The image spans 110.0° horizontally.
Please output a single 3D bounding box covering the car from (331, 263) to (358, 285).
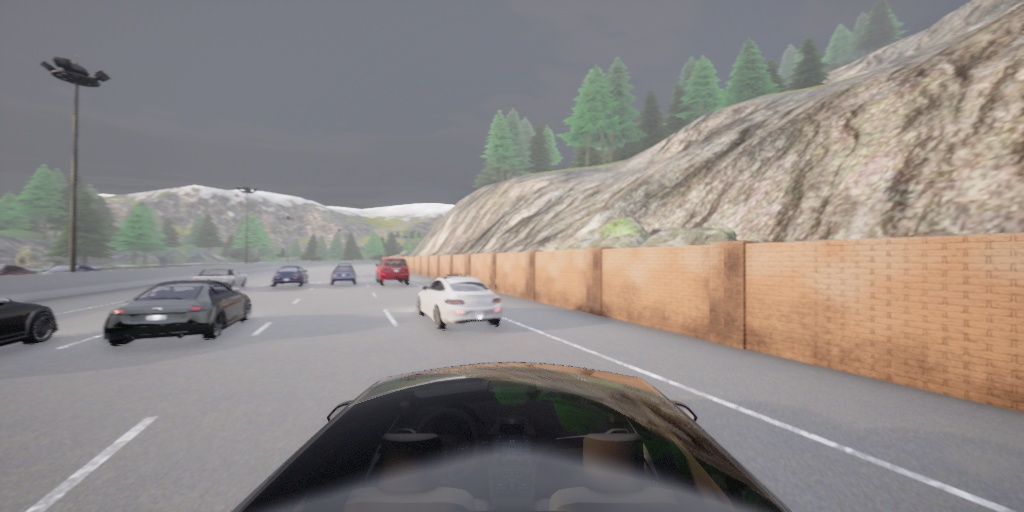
[{"bbox_3d":[-13.511,1.509,28.858,2.033,1.411,5.357,1,-1,-24],"label":"car"}]

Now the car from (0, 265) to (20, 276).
[{"bbox_3d":[-34.550,1.299,23.964,1.812,1.442,4.674,1,-1,-24],"label":"car"}]

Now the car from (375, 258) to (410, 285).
[{"bbox_3d":[-9.591,1.206,28.698,2.150,2.045,5.566,1,-1,-24],"label":"car"}]

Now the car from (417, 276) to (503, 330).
[{"bbox_3d":[-1.796,1.372,11.526,1.812,1.442,4.674,1,-1,-24],"label":"car"}]

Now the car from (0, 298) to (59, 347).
[{"bbox_3d":[-11.137,1.297,6.698,1.994,1.385,4.181,1,-1,-24],"label":"car"}]

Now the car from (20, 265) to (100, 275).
[{"bbox_3d":[-31.354,1.335,25.392,1.812,1.442,4.674,1,-1,-24],"label":"car"}]

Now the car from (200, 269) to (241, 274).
[{"bbox_3d":[-18.446,1.464,22.796,1.895,1.301,4.718,1,-1,-24],"label":"car"}]

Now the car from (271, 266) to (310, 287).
[{"bbox_3d":[-16.211,1.442,26.342,1.812,1.442,4.674,1,-1,-24],"label":"car"}]

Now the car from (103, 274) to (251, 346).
[{"bbox_3d":[-8.672,1.346,9.735,1.994,1.385,4.181,1,-1,-24],"label":"car"}]
